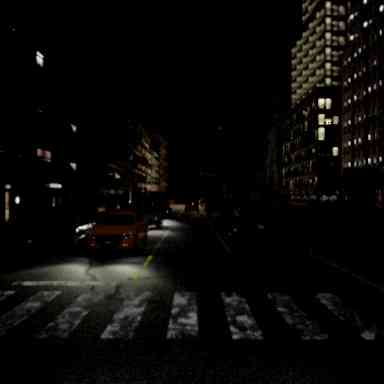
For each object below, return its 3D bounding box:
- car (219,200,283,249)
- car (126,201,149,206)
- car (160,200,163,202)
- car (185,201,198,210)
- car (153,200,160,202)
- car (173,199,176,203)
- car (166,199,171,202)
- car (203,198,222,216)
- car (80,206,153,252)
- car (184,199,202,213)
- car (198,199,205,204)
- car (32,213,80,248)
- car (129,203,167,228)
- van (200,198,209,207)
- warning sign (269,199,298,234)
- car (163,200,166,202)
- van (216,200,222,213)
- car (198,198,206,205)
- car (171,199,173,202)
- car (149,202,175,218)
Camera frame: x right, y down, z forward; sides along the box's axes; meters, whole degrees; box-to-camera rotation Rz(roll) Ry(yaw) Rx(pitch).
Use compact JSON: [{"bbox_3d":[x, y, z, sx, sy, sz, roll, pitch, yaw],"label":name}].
[{"bbox_3d":[2.685,1.480,15.290,2.192,1.841,5.009,0,-1,0],"label":"car"},{"bbox_3d":[-5.701,1.866,31.863,2.008,1.369,4.403,0,-1,0],"label":"car"},{"bbox_3d":[-5.708,2.096,48.442,1.802,1.307,4.206,0,-1,0],"label":"car"},{"bbox_3d":[-0.016,2.162,54.477,2.033,1.411,5.357,0,-1,0],"label":"car"},{"bbox_3d":[-5.706,1.888,42.917,1.967,1.590,4.097,0,-1,0],"label":"car"},{"bbox_3d":[-5.723,2.546,87.125,1.887,1.381,4.507,0,-1,0],"label":"car"},{"bbox_3d":[-5.714,2.240,64.851,1.752,1.417,4.829,0,-1,0],"label":"car"},{"bbox_3d":[2.676,1.737,37.394,2.192,1.841,5.009,0,-1,0],"label":"car"},{"bbox_3d":[-3.101,1.609,14.756,1.882,1.535,5.008,0,-1,0],"label":"car"},{"bbox_3d":[-0.013,1.967,44.061,1.882,1.535,5.008,0,-1,0],"label":"car"},{"bbox_3d":[2.654,2.642,92.824,1.752,1.417,4.829,0,-1,0],"label":"car"},{"bbox_3d":[-5.694,1.675,15.284,2.008,1.369,4.403,0,-1,0],"label":"car"},{"bbox_3d":[-3.097,1.764,24.211,1.812,1.442,4.674,0,-1,0],"label":"car"},{"bbox_3d":[2.664,2.168,70.551,1.690,1.788,3.998,0,-1,0],"label":"van"},{"bbox_3d":[5.072,1.328,18.549,1.300,1.860,1.060,1,0,0],"label":"warning sign"},{"bbox_3d":[-5.710,2.021,53.969,1.967,1.590,4.097,0,-1,0],"label":"car"},{"bbox_3d":[2.683,1.568,20.815,1.690,1.788,3.998,0,-1,0],"label":"van"},{"bbox_3d":[2.657,2.481,87.129,1.967,1.590,4.097,0,-1,0],"label":"car"},{"bbox_3d":[-5.716,2.331,70.546,1.887,1.381,4.507,0,-1,0],"label":"car"},{"bbox_3d":[-3.081,1.956,34.156,1.895,1.301,4.718,0,-1,0],"label":"car"}]
